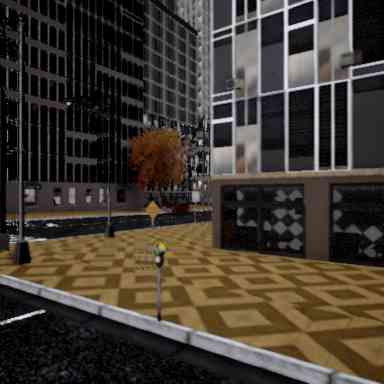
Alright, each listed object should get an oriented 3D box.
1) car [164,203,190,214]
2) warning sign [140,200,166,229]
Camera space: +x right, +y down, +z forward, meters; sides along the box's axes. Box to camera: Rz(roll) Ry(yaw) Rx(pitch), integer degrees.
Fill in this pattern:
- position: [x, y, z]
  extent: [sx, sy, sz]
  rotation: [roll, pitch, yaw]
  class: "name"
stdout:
- position: [-2.044, 2.305, 47.087]
  extent: [1.812, 1.442, 4.674]
  rotation: [0, -1, 33]
  class: "car"
- position: [-2.653, 1.497, 22.666]
  extent: [1.300, 1.860, 1.060]
  rotation: [1, 1, 33]
  class: "warning sign"
